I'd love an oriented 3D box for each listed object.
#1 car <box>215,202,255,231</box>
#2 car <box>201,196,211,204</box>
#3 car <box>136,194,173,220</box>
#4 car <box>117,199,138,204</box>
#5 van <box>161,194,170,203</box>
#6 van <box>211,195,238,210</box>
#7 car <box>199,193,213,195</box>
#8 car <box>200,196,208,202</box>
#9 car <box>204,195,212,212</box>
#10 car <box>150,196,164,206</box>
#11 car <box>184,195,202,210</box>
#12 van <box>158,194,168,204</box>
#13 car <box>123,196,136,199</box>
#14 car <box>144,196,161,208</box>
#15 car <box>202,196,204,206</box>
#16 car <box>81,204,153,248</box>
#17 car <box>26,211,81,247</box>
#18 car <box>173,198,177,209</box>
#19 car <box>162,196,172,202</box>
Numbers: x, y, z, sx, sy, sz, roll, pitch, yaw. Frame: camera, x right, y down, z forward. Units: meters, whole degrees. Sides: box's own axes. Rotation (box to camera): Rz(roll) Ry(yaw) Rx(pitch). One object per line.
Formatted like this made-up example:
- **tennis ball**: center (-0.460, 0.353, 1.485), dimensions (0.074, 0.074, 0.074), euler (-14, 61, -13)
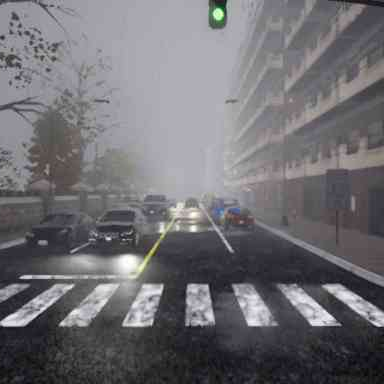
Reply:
- **car**: center (2.696, 1.531, 20.484), dimensions (1.887, 1.381, 4.507), euler (0, 0, 0)
- **car**: center (2.703, 1.542, 65.526), dimensions (1.887, 1.381, 4.507), euler (0, 0, 0)
- **car**: center (-3.088, 1.204, 28.621), dimensions (2.150, 2.045, 5.566), euler (0, 0, 0)
- **car**: center (-5.683, 1.510, 25.947), dimensions (1.752, 1.417, 4.829), euler (0, 0, 0)
- **van**: center (-5.675, 1.345, 71.157), dimensions (1.690, 1.788, 3.998), euler (0, 0, 0)
- **van**: center (2.698, 1.326, 26.115), dimensions (1.690, 1.788, 3.998), euler (0, 0, 0)
- **car**: center (2.702, 1.305, 54.266), dimensions (2.192, 1.841, 5.009), euler (0, 0, 0)
- **car**: center (2.705, 1.592, 76.787), dimensions (1.802, 1.307, 4.206), euler (0, 0, 0)
- **car**: center (2.699, 1.425, 37.375), dimensions (1.967, 1.590, 4.097), euler (0, 0, 0)
- **car**: center (-5.678, 1.430, 54.267), dimensions (1.967, 1.590, 4.097), euler (0, 0, 0)
- **car**: center (0.007, 1.464, 43.571), dimensions (1.882, 1.535, 5.008), euler (0, 0, 0)
- **van**: center (-5.677, 1.339, 65.528), dimensions (1.690, 1.788, 3.998), euler (0, 0, 0)
- **car**: center (-5.682, 1.299, 31.747), dimensions (2.192, 1.841, 5.009), euler (0, 0, 0)
- **car**: center (-5.680, 1.428, 48.638), dimensions (1.967, 1.590, 4.097), euler (0, 0, 0)
- **car**: center (2.699, 1.536, 43.006), dimensions (2.008, 1.369, 4.403), euler (0, 0, 0)
- **car**: center (-3.095, 1.494, 14.796), dimensions (1.837, 1.490, 4.892), euler (0, 0, 0)
- **car**: center (-5.685, 1.555, 14.856), dimensions (1.947, 1.339, 4.313), euler (0, 0, 0)
- **car**: center (-3.019, 1.534, 46.550), dimensions (2.033, 1.411, 5.357), euler (0, 0, 1)
- **car**: center (-5.675, 1.561, 76.787), dimensions (2.008, 1.369, 4.403), euler (0, 0, 0)
